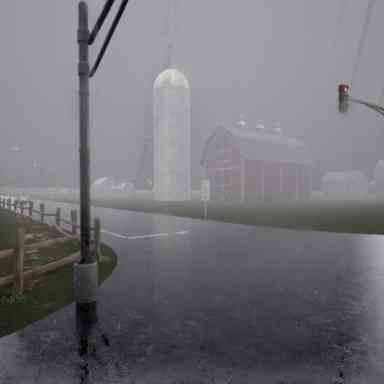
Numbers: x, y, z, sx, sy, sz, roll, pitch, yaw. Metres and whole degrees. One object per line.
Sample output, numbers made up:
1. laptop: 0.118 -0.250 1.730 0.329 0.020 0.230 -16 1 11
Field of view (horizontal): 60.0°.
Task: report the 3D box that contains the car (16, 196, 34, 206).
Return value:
1. car: -24.915 1.233 49.496 2.033 1.411 5.357 -1 1 -35
